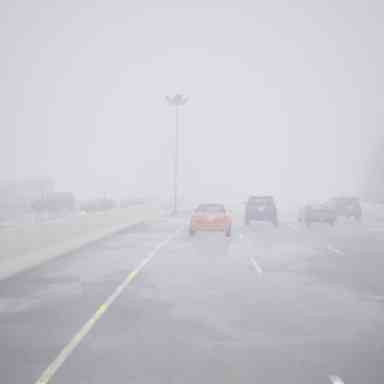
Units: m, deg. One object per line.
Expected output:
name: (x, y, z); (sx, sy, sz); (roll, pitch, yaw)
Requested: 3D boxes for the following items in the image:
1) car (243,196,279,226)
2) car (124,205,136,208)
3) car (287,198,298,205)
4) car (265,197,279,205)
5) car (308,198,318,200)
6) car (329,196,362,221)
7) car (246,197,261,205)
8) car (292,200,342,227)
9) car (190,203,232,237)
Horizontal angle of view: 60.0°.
car: (4.972, 1.282, 24.333); (2.150, 2.045, 5.566); (0, 0, 9)
car: (-6.648, 1.434, 38.219); (1.812, 1.442, 4.674); (1, 0, 12)
car: (18.802, 1.800, 61.991); (1.994, 1.385, 4.181); (1, 0, 22)
car: (15.036, 1.691, 62.446); (1.837, 1.490, 4.892); (-1, -1, 22)
car: (22.239, 1.773, 60.998); (2.128, 1.511, 4.902); (1, 0, 22)
car: (13.117, 1.389, 29.203); (2.150, 2.045, 5.566); (0, 0, 11)
car: (11.751, 1.670, 63.231); (1.812, 1.442, 4.674); (1, 0, 21)
car: (8.882, 1.604, 24.106); (2.128, 1.511, 4.902); (1, 0, 9)
car: (1.135, 1.364, 18.513); (2.097, 1.767, 4.553); (1, 0, 6)
